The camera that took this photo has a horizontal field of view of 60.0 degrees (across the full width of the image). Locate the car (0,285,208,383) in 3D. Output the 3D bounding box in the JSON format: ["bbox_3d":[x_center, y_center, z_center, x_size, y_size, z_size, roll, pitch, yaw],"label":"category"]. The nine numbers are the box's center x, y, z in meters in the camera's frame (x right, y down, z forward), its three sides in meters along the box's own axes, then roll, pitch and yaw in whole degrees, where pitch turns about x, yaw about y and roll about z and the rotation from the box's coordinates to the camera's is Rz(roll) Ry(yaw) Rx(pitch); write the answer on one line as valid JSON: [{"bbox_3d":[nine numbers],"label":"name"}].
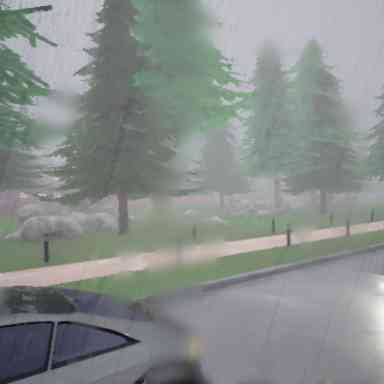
[{"bbox_3d":[-1.908,1.585,2.617,4.181,1.385,1.994,-1,0,-36],"label":"car"}]
